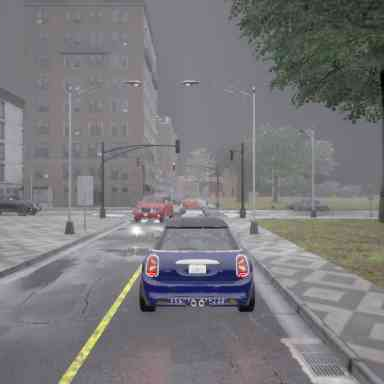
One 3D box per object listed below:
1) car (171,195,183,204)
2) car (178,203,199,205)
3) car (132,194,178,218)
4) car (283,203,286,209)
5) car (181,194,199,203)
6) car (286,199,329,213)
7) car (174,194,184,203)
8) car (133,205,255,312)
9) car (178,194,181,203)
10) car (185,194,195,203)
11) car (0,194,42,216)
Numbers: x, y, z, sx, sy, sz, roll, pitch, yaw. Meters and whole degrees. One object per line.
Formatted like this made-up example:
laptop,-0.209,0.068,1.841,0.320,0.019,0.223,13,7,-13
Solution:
car,-2.926,1.460,65.529,2.097,1.767,4.553,0,0,0
car,0.019,1.537,17.550,1.812,1.442,4.674,0,0,1
car,-2.906,1.239,26.055,2.150,2.045,5.566,0,0,8
car,13.772,1.587,41.154,4.902,1.511,2.128,0,-1,0
car,-0.197,1.413,50.777,2.097,1.767,4.553,0,0,-5
car,13.358,1.626,37.891,4.181,1.385,1.994,0,-1,-1
car,-2.916,1.374,76.118,2.150,2.045,5.566,0,0,0
car,0.094,1.355,7.877,2.097,1.767,4.553,0,0,0
car,-2.977,1.297,55.732,2.150,2.045,5.566,0,0,-2
car,-0.401,1.359,72.536,2.150,2.045,5.566,0,0,0
car,-17.133,1.190,31.120,5.566,2.045,2.150,0,-1,0
